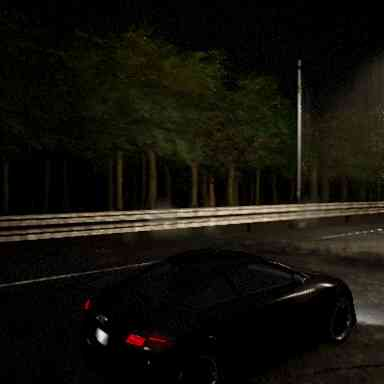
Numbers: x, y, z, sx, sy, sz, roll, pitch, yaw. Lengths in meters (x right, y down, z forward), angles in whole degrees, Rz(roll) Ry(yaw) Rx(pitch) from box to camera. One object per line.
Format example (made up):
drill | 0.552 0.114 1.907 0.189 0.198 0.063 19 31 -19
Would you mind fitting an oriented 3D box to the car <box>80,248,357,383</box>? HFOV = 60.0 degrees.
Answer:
car | 0.592 1.546 4.870 4.181 1.385 1.994 0 0 -38
